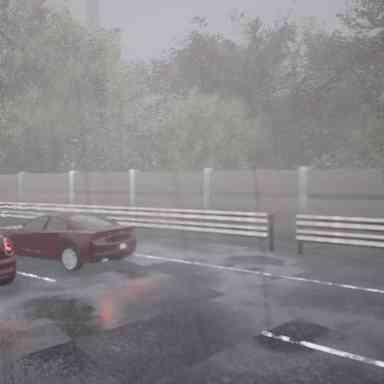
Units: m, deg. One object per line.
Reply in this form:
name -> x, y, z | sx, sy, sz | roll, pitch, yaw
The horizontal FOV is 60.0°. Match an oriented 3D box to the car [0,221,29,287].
car -> -6.161, 1.232, 7.592 | 4.553, 1.767, 2.097 | 1, 1, 30

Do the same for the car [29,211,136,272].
car -> -4.060, 1.348, 10.367 | 5.008, 1.535, 1.882 | 0, 0, 29

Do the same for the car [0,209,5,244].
car -> -9.920, 1.358, 13.573 | 4.181, 1.385, 1.994 | 1, 1, 27
